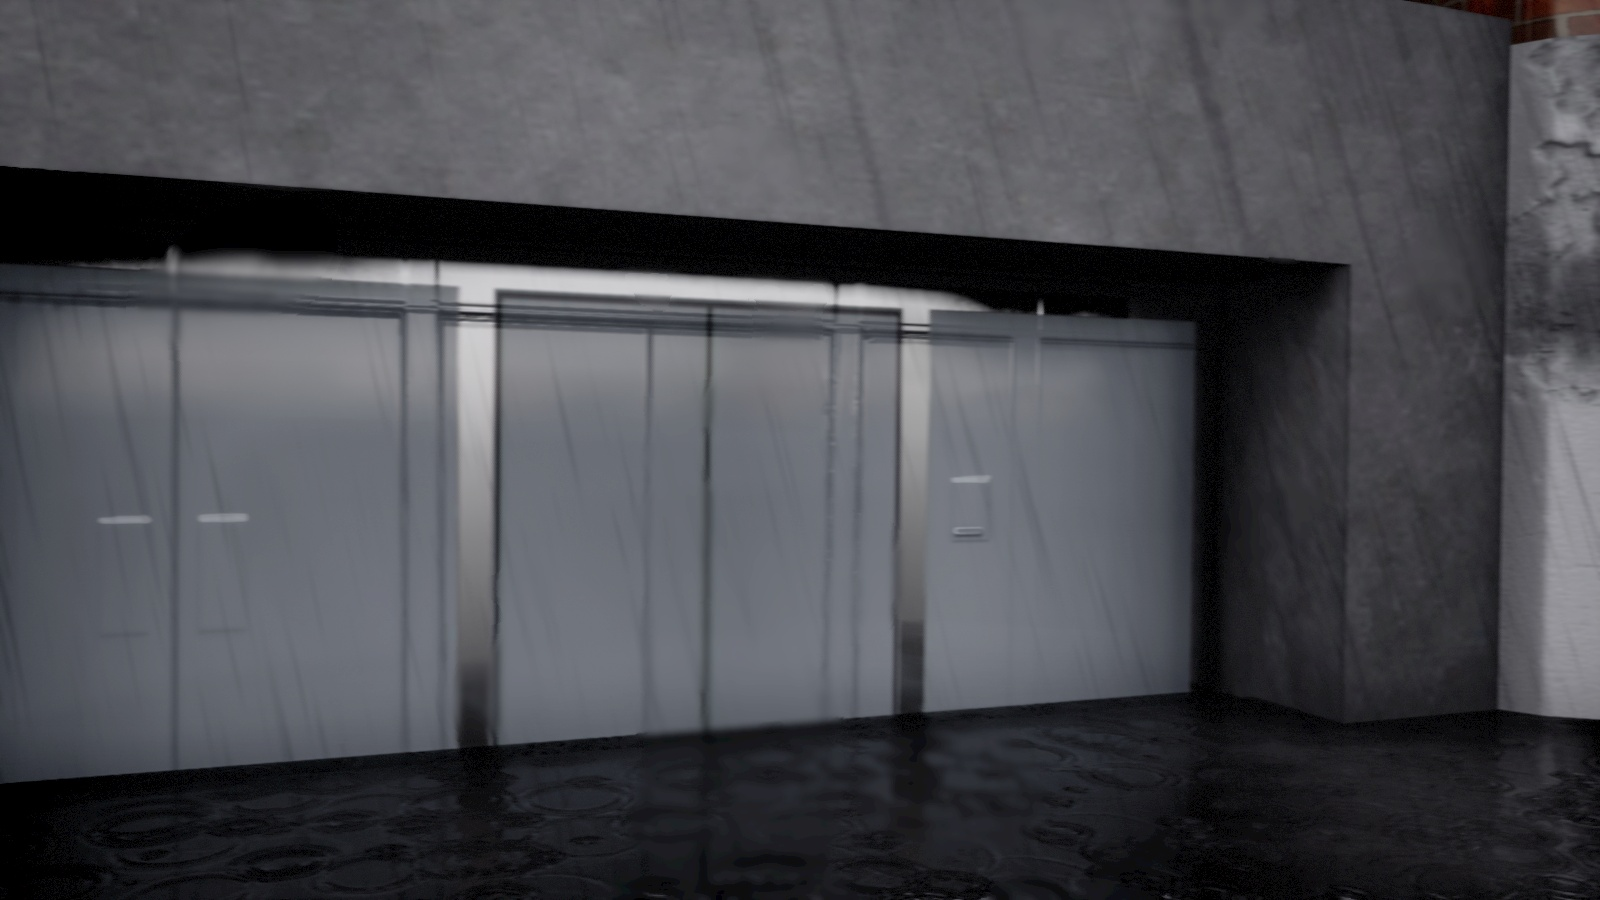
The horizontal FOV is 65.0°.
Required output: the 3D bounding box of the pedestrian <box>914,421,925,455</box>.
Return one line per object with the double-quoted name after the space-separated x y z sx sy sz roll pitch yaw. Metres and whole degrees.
6.486 -0.675 68.228 0.331 1.846 0.634 -1 1 -22 "pedestrian"
